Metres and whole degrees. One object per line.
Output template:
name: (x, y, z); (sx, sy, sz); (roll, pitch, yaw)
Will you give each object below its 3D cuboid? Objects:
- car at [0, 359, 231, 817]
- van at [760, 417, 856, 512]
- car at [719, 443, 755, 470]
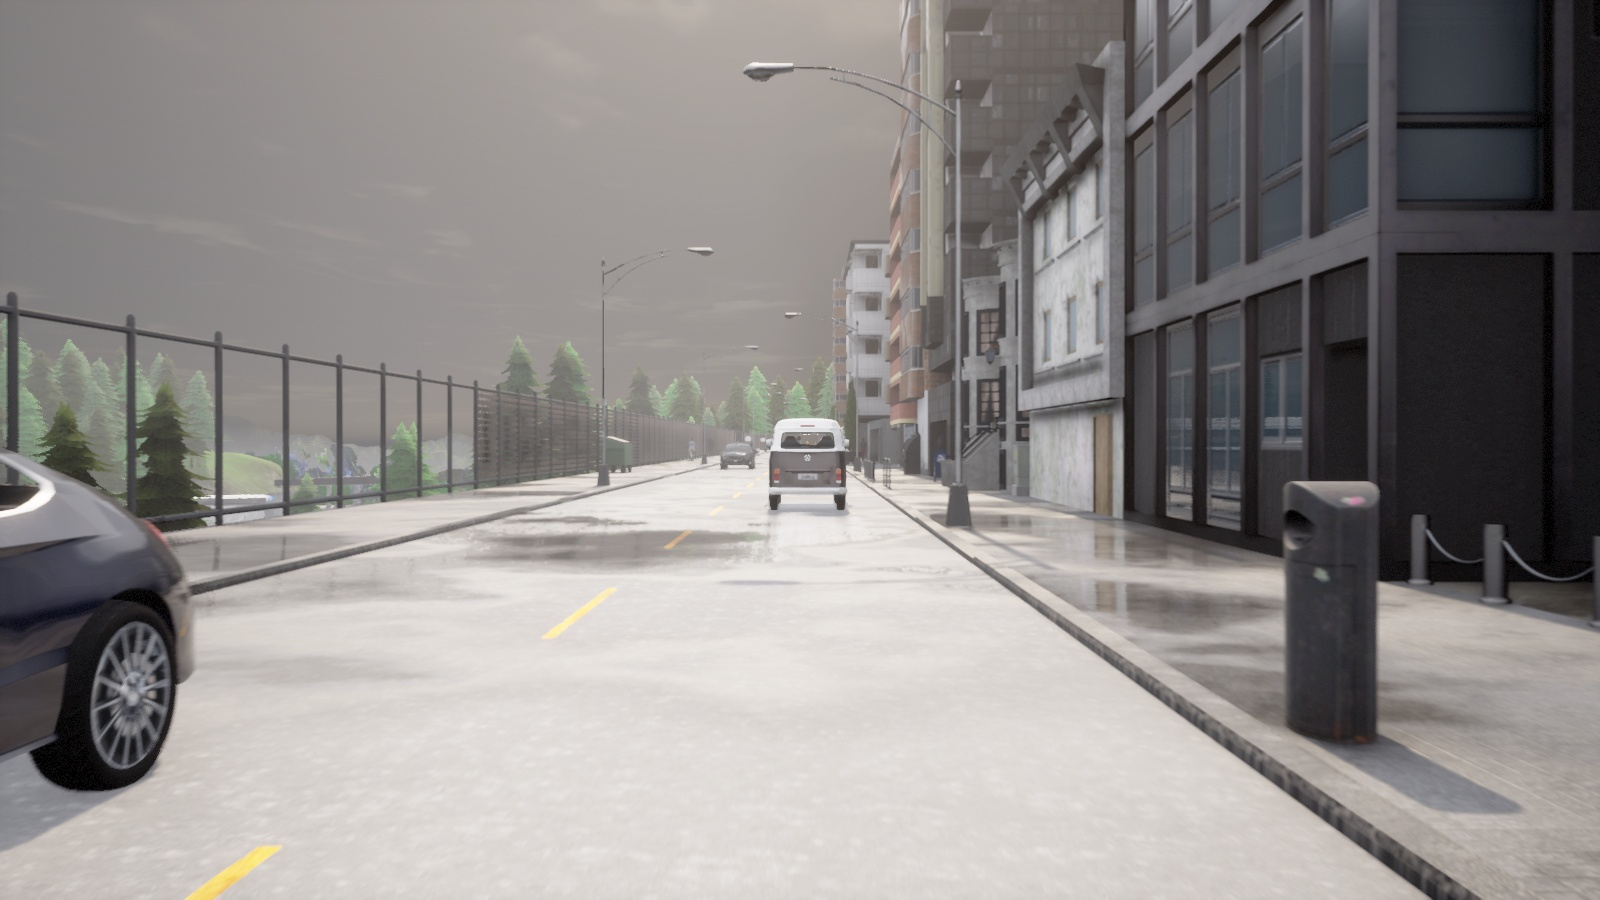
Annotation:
car: (-3.962, 0.500, 3.826); (2.152, 1.651, 5.027); (0, 0, 0)
van: (0.179, 0.304, 29.381); (2.069, 2.038, 4.480); (0, 0, 0)
car: (-3.582, 0.342, 72.205); (1.837, 1.490, 4.892); (0, 0, 0)
